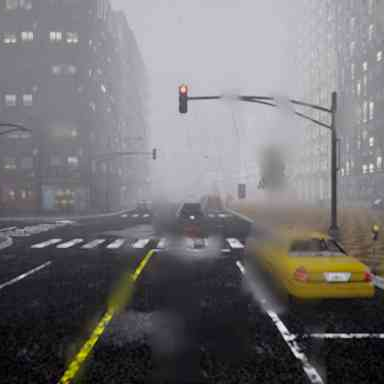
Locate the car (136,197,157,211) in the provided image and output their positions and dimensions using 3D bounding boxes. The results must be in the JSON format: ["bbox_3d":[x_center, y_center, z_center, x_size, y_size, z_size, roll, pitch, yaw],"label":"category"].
[{"bbox_3d":[-5.807,1.577,40.644,2.008,1.369,4.403,0,0,0],"label":"car"}]

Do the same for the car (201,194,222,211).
[{"bbox_3d":[2.572,1.341,40.668,2.192,1.841,5.009,0,0,0],"label":"car"}]

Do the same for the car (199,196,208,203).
[{"bbox_3d":[2.478,1.628,73.827,1.887,1.381,4.507,0,0,0],"label":"car"}]

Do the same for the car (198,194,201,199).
[{"bbox_3d":[2.509,1.376,62.773,2.192,1.841,5.009,0,0,0],"label":"car"}]

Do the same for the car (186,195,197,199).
[{"bbox_3d":[-0.197,1.430,69.823,2.097,1.767,4.553,0,0,0],"label":"car"}]

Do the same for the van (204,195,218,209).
[{"bbox_3d":[2.556,1.374,46.194,1.690,1.788,3.998,0,0,0],"label":"van"}]

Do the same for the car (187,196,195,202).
[{"bbox_3d":[-0.225,1.605,79.883,1.895,1.301,4.718,0,0,0],"label":"car"}]

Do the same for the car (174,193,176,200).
[{"bbox_3d":[-5.948,1.645,90.213,1.752,1.417,4.829,0,0,0],"label":"car"}]

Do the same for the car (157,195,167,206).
[{"bbox_3d":[-5.854,1.601,57.223,2.008,1.369,4.403,0,0,0],"label":"car"}]

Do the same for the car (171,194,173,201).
[{"bbox_3d":[-5.902,1.665,73.804,1.802,1.307,4.206,0,0,0],"label":"car"}]

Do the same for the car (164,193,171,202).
[{"bbox_3d":[-5.887,1.512,68.277,1.967,1.590,4.097,0,0,0],"label":"car"}]

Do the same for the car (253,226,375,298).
[{"bbox_3d":[2.664,1.528,8.425,1.752,1.417,4.829,0,0,0],"label":"car"}]

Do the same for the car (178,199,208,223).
[{"bbox_3d":[0.018,1.533,25.945,1.837,1.490,4.892,0,0,0],"label":"car"}]

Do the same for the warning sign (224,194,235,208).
[{"bbox_3d":[4.949,1.145,43.931,1.300,1.860,1.060,0,0,0],"label":"warning sign"}]

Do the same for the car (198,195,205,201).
[{"bbox_3d":[2.431,1.646,90.577,1.752,1.417,4.829,0,0,0],"label":"car"}]

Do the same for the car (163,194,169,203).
[{"bbox_3d":[-5.870,1.606,62.749,1.887,1.381,4.507,0,0,0],"label":"car"}]

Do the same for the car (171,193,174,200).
[{"bbox_3d":[-5.918,1.535,79.330,1.967,1.590,4.097,0,0,0],"label":"car"}]
